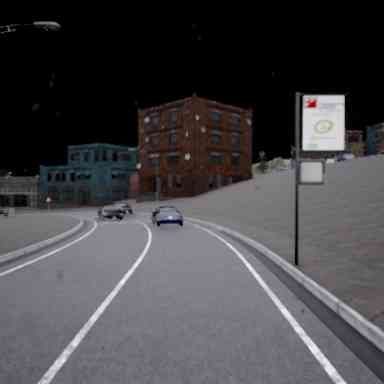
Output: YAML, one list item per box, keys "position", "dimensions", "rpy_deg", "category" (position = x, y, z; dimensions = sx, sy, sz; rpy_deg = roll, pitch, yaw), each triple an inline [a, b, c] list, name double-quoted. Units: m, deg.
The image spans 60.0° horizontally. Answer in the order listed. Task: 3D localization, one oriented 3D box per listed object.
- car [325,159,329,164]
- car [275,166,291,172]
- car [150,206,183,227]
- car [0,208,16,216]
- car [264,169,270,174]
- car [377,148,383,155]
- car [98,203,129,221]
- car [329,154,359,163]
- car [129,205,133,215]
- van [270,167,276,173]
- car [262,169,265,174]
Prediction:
- position: [21.385, -4.423, 51.776]
  dimensions: [2.002, 1.452, 4.674]
  rpy_deg: [0, 1, -1]
  category: "car"
- position: [20.905, -4.792, 73.981]
  dimensions: [2.231, 1.521, 4.892]
  rpy_deg: [0, 1, -1]
  category: "car"
- position: [-1.962, 1.764, 24.933]
  dimensions: [1.994, 1.385, 4.181]
  rpy_deg: [0, -1, -14]
  category: "car"
- position: [-34.771, 3.658, 61.753]
  dimensions: [4.902, 1.511, 2.128]
  rpy_deg: [-4, -1, 30]
  category: "car"
- position: [20.668, -4.889, 85.018]
  dimensions: [2.002, 1.452, 4.674]
  rpy_deg: [0, 1, -1]
  category: "car"
- position: [21.739, -4.198, 35.346]
  dimensions: [2.231, 1.521, 4.892]
  rpy_deg: [0, 1, -1]
  category: "car"
- position: [-7.744, 1.946, 31.419]
  dimensions: [2.033, 1.411, 5.357]
  rpy_deg: [-1, -1, -22]
  category: "car"
- position: [21.503, -4.501, 46.282]
  dimensions: [2.185, 1.767, 4.553]
  rpy_deg: [0, 1, -1]
  category: "car"
- position: [-9.001, 2.162, 41.993]
  dimensions: [1.837, 1.490, 4.892]
  rpy_deg: [-1, -1, -30]
  category: "car"
- position: [20.789, -5.088, 79.374]
  dimensions: [1.878, 1.987, 4.442]
  rpy_deg: [0, 1, -1]
  category: "van"
- position: [20.549, -5.240, 90.501]
  dimensions: [2.435, 2.045, 5.566]
  rpy_deg: [0, 1, -1]
  category: "car"
